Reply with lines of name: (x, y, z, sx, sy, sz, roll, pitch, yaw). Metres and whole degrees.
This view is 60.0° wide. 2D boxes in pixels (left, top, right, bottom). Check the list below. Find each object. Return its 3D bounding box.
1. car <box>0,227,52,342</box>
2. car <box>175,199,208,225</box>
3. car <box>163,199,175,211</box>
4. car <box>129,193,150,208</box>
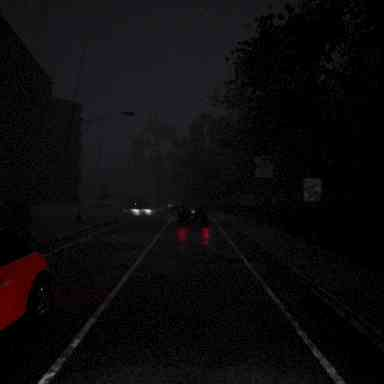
car: (-3.604, 1.354, 4.153, 2.097, 1.767, 4.553, 0, 0, 0)
car: (0.039, 1.371, 24.594, 2.097, 1.767, 4.553, 0, 0, -1)
car: (-2.359, 1.605, 42.444, 2.033, 1.411, 5.357, 2, 0, -15)
car: (-7.360, 1.146, 46.013, 2.150, 2.045, 5.566, 2, 0, -20)
